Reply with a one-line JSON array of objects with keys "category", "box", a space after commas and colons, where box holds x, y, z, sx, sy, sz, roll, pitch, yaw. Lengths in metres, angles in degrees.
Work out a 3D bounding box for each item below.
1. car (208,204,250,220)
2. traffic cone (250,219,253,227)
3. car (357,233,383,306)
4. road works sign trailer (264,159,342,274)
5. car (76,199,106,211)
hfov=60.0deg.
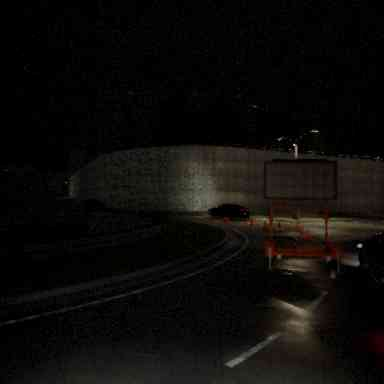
[{"category": "car", "box": [3.599, 1.919, 33.449, 1.882, 1.535, 5.008, 2, -1, -34]}, {"category": "traffic cone", "box": [4.397, 2.311, 24.579, 0.340, 0.580, 0.340, 1, -1, 10]}, {"category": "car", "box": [5.203, 1.733, 8.108, 2.033, 1.411, 5.357, 1, -1, 24]}, {"category": "road works sign trailer", "box": [3.681, 0.661, 11.529, 2.380, 3.560, 2.880, 1, -1, 10]}, {"category": "car", "box": [-13.856, 1.741, 45.369, 5.008, 1.535, 1.882, 1, 0, 36]}]
